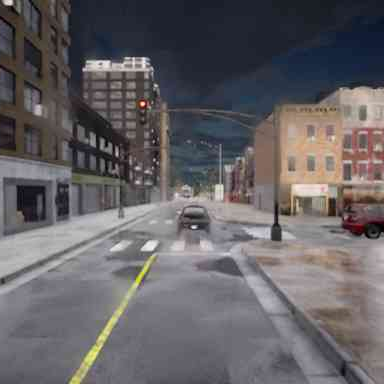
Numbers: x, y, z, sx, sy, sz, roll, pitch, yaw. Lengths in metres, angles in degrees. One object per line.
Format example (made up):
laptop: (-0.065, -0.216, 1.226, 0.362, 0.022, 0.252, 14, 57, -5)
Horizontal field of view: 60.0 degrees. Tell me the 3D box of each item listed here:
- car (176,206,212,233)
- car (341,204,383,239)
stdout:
car: (0.129, 1.585, 20.181, 1.837, 1.490, 4.892, 1, 1, 0)
car: (10.837, 1.600, 18.275, 5.009, 1.841, 2.192, 1, -1, 0)
